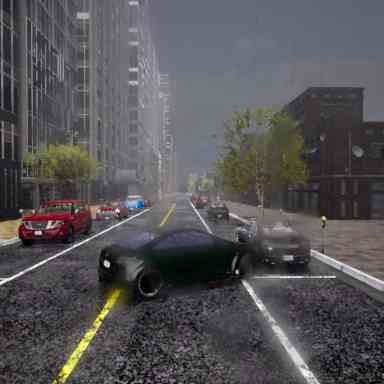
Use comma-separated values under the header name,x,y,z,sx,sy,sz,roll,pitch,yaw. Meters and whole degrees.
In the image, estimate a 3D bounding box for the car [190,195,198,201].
name,x,y,z,sx,sy,sz,roll,pitch,yaw
car,0.513,1.537,83.095,1.947,1.339,4.313,-1,0,-2

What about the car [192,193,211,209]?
name,x,y,z,sx,sy,sz,roll,pitch,yaw
car,1.535,1.301,44.367,2.192,1.841,5.009,-1,0,-2

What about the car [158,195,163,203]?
name,x,y,z,sx,sy,sz,roll,pitch,yaw
car,-7.425,1.522,66.287,1.887,1.381,4.507,-1,0,-2

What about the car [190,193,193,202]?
name,x,y,z,sx,sy,sz,roll,pitch,yaw
car,0.802,1.291,72.030,2.192,1.841,5.009,-1,0,-2

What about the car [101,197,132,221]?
name,x,y,z,sx,sy,sz,roll,pitch,yaw
car,-6.394,1.432,26.829,1.967,1.590,4.097,-1,0,-2

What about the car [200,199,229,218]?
name,x,y,z,sx,sy,sz,roll,pitch,yaw
car,2.009,1.543,27.034,2.008,1.369,4.403,-1,0,-2

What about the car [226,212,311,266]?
name,x,y,z,sx,sy,sz,roll,pitch,yaw
car,2.547,1.548,11.175,2.008,1.369,4.403,-1,0,-2

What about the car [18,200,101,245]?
name,x,y,z,sx,sy,sz,roll,pitch,yaw
car,-6.193,1.310,15.761,2.192,1.841,5.009,-1,0,-2

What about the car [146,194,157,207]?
name,x,y,z,sx,sy,sz,roll,pitch,yaw
car,-6.989,1.299,49.688,2.192,1.841,5.009,-1,0,-2

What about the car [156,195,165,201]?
name,x,y,z,sx,sy,sz,roll,pitch,yaw
car,-7.861,1.497,82.715,1.752,1.417,4.829,-1,0,-2

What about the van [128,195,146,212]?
name,x,y,z,sx,sy,sz,roll,pitch,yaw
van,-6.696,1.329,38.622,1.690,1.788,3.998,-1,0,-2

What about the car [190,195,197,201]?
name,x,y,z,sx,sy,sz,roll,pitch,yaw
car,0.367,1.551,88.628,1.802,1.307,4.206,-1,0,-2

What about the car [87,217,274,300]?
name,x,y,z,sx,sy,sz,roll,pitch,yaw
car,-0.206,1.557,8.437,4.181,1.385,1.994,0,0,-34

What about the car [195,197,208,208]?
name,x,y,z,sx,sy,sz,roll,pitch,yaw
car,1.387,1.509,50.070,1.752,1.417,4.829,-1,0,-2
